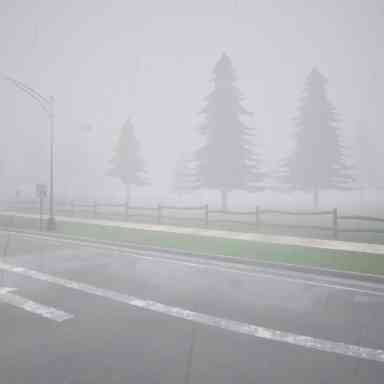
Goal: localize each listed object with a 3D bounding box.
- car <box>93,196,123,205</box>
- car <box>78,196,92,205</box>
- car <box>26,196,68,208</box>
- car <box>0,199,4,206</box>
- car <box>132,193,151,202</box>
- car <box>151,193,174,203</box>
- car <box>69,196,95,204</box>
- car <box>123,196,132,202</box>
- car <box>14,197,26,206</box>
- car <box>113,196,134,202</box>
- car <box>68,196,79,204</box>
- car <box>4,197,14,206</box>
[{"bbox_3d":[-14.543,1.564,57.421,1.994,1.385,4.181,0,0,35],"label":"car"},{"bbox_3d":[-17.366,1.526,59.474,1.812,1.442,4.674,0,0,35],"label":"car"},{"bbox_3d":[-20.963,1.352,48.305,2.097,1.767,4.553,0,0,35],"label":"car"},{"bbox_3d":[-29.691,1.564,54.141,1.994,1.385,4.181,0,0,34],"label":"car"},{"bbox_3d":[-9.507,1.222,70.523,2.150,2.045,5.566,0,0,35],"label":"car"},{"bbox_3d":[-5.790,1.346,69.726,2.097,1.767,4.553,0,0,35],"label":"car"},{"bbox_3d":[-21.600,1.525,65.499,1.812,1.442,4.674,0,0,35],"label":"car"},{"bbox_3d":[-12.355,1.549,72.558,1.994,1.385,4.181,0,0,35],"label":"car"},{"bbox_3d":[-23.753,1.601,50.415,1.895,1.301,4.718,0,0,35],"label":"car"},{"bbox_3d":[-15.294,1.595,74.464,1.895,1.301,4.718,0,0,35],"label":"car"},{"bbox_3d":[-20.565,1.492,60.995,2.128,1.511,4.902,0,0,35],"label":"car"},{"bbox_3d":[-26.501,1.526,52.590,1.812,1.442,4.674,0,0,35],"label":"car"}]
